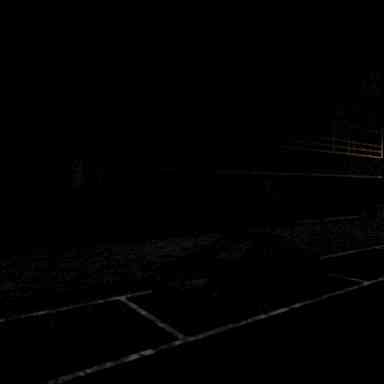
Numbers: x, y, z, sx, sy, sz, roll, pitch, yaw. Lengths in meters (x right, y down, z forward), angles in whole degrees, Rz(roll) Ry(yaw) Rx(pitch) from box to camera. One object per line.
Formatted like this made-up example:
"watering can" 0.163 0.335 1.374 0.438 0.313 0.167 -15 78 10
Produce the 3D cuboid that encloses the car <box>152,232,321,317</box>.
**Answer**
"car" 1.159 1.579 7.359 4.206 1.307 1.802 0 0 -35
